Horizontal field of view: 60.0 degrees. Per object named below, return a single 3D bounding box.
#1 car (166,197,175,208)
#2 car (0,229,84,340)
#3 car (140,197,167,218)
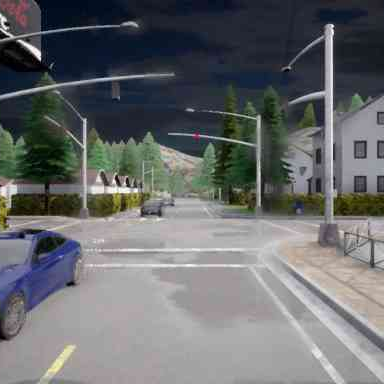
[{"bbox_3d":[-3.582,1.491,49.151,2.128,1.511,4.902,0,0,0],"label":"car"},{"bbox_3d":[-3.610,1.526,6.658,1.812,1.442,4.674,0,0,0],"label":"car"},{"bbox_3d":[-3.606,1.505,30.600,1.837,1.490,4.892,0,0,0],"label":"car"}]
